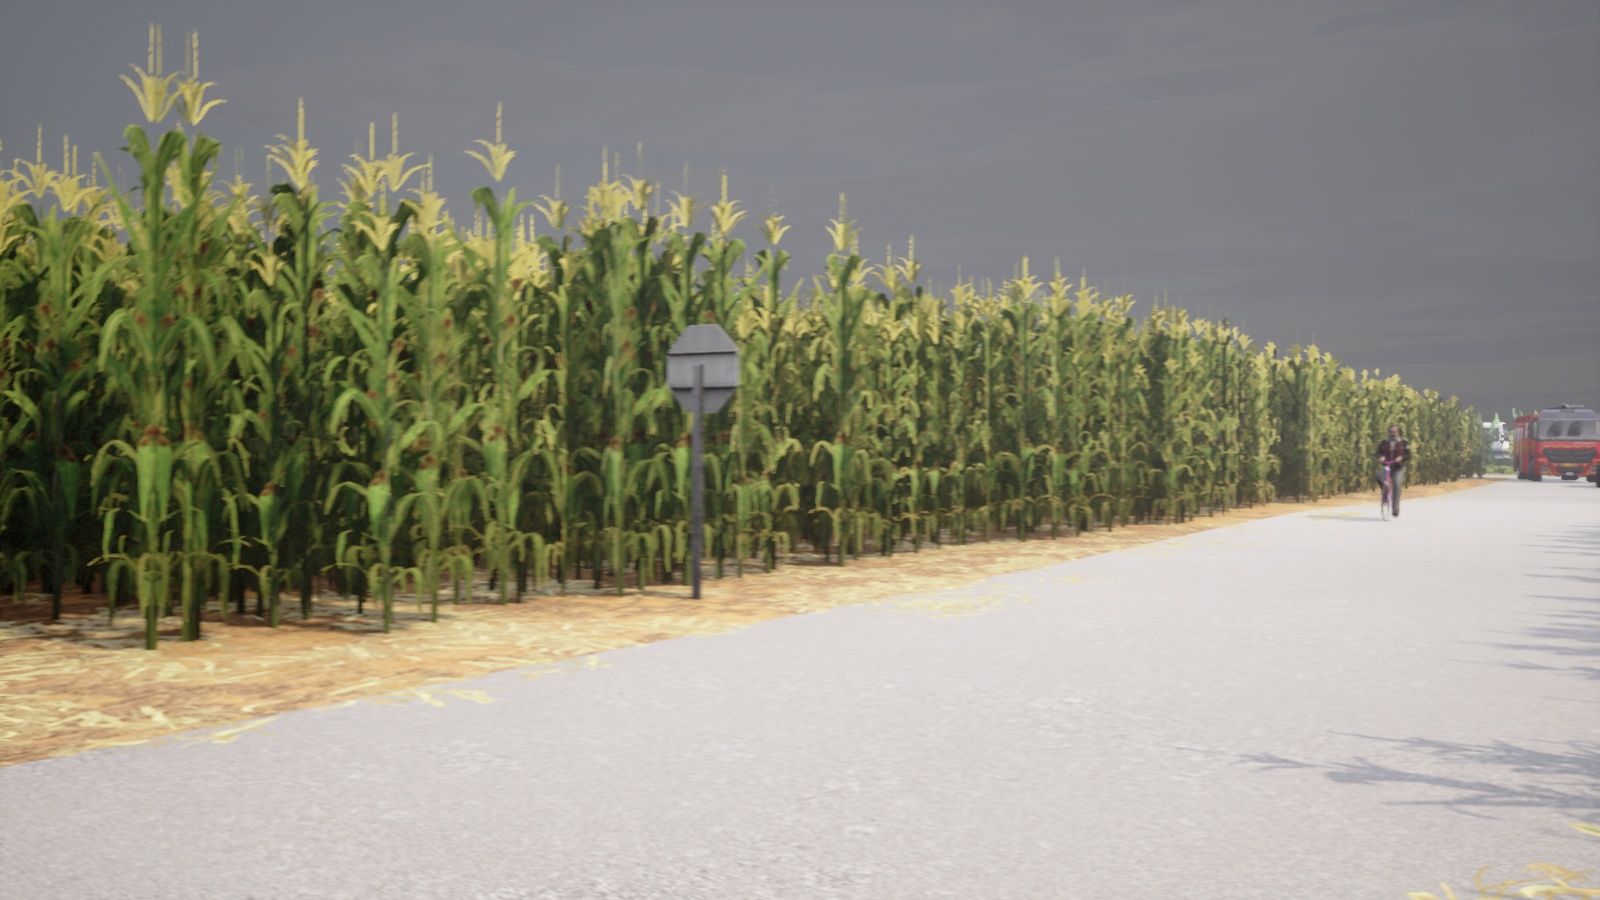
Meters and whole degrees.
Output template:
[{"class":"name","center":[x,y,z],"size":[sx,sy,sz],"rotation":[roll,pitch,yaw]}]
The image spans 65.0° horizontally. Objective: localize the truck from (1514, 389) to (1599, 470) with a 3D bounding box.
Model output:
[{"class":"truck","center":[38.423,-1.021,63.721],"size":[2.891,3.827,8.468],"rotation":[0,0,23]}]

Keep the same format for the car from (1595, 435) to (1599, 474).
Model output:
[{"class":"car","center":[36.133,0.159,55.026],"size":[2.033,1.649,4.856],"rotation":[0,1,34]}]

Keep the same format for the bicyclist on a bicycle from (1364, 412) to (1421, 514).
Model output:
[{"class":"bicyclist on a bicycle","center":[10.758,0.225,22.774],"size":[0.659,1.776,1.843],"rotation":[0,0,34]}]
